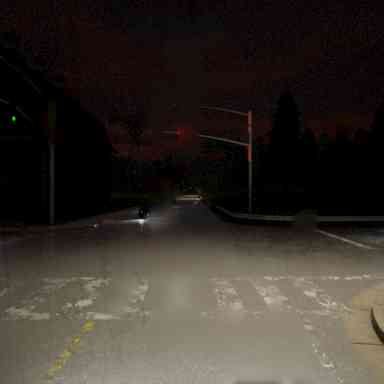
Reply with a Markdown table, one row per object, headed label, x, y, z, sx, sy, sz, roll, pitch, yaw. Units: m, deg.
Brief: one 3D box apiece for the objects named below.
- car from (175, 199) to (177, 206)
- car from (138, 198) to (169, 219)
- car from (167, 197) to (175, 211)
| label | x | y | z | sx | sy | sz | roll | pitch | yaw |
| --- | --- | --- | --- | --- | --- | --- | --- | --- | --- |
| car | -3.476 | 1.526 | 54.192 | 1.812 | 1.442 | 4.674 | 0 | 0 | 0 |
| car | -3.542 | 1.547 | 29.874 | 2.033 | 1.411 | 5.357 | 0 | 0 | 0 |
| car | -3.521 | 1.503 | 40.868 | 1.837 | 1.490 | 4.892 | 0 | 0 | 0 |
